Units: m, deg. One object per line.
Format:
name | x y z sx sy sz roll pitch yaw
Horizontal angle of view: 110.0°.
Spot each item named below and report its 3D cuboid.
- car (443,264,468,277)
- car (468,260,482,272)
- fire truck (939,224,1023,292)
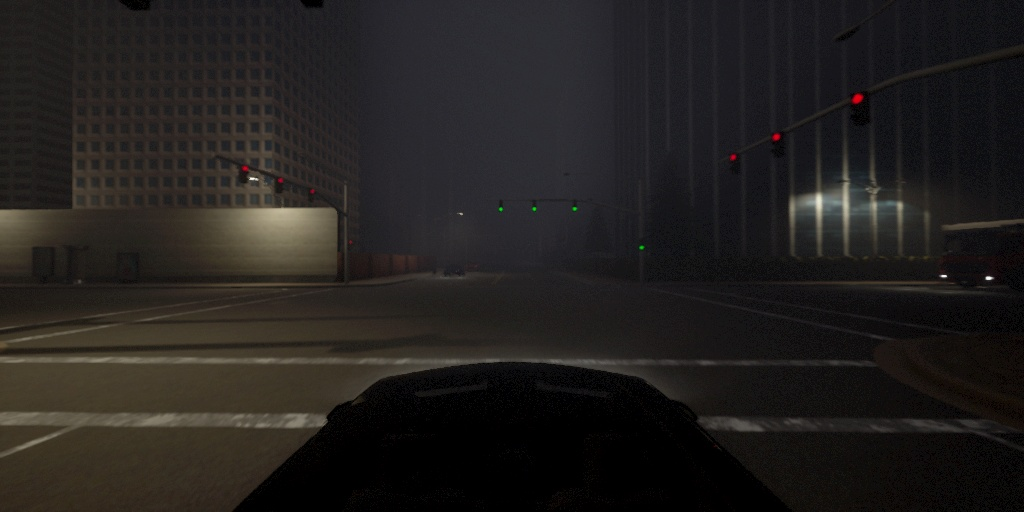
car | -6.716 1.662 42.109 1.812 1.442 4.674 0 -1 1
car | -6.501 1.651 59.219 2.097 1.767 4.553 0 -1 0
fire truck | 31.165 0.091 21.339 8.468 3.827 2.891 0 -1 1
